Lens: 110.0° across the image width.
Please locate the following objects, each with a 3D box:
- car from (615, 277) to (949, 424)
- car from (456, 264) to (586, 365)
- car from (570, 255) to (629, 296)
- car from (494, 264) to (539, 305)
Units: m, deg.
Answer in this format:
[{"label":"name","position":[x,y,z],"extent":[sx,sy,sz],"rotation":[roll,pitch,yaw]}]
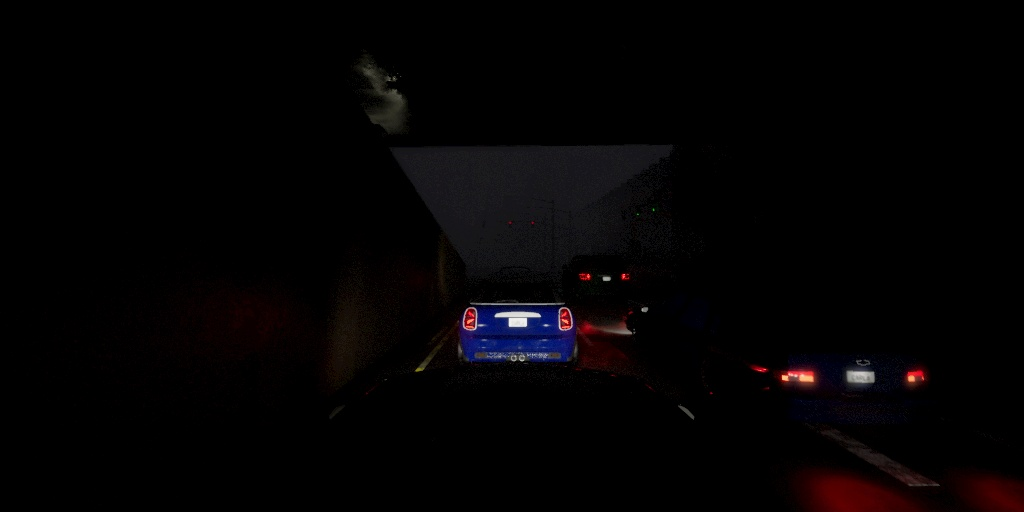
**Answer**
[{"label":"car","position":[3.612,1.297,6.212],"extent":[2.033,1.411,5.357],"rotation":[0,0,0]},{"label":"car","position":[0.108,1.102,7.984],"extent":[2.097,1.767,4.553],"rotation":[0,0,0]},{"label":"car","position":[3.649,0.971,16.458],"extent":[2.150,2.045,5.566],"rotation":[0,0,0]},{"label":"car","position":[0.136,1.228,17.267],"extent":[1.882,1.535,5.008],"rotation":[0,0,-1]}]
